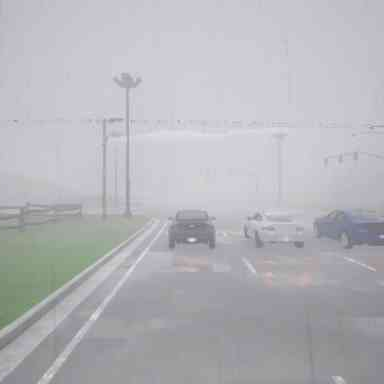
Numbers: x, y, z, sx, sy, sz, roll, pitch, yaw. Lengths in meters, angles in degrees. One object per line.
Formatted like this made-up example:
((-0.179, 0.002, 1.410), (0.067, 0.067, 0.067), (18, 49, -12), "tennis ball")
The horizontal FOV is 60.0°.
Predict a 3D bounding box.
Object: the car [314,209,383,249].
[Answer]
((7.000, 1.482, 14.650), (1.882, 1.535, 5.008), (0, 0, 0), "car")

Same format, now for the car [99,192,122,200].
((-21.214, 1.455, 86.032), (5.008, 1.535, 1.882), (0, 0, 39), "car")

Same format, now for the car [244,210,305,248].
((3.500, 1.530, 14.650), (1.812, 1.442, 4.674), (0, 0, 0), "car")

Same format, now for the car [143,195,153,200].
((-14.307, 1.525, 93.936), (5.357, 1.411, 2.033), (0, 0, 39), "car")

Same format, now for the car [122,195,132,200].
((-19.031, 1.498, 88.764), (4.674, 1.442, 1.812), (0, 0, 39), "car")

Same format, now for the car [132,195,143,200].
((-16.674, 1.469, 91.359), (5.008, 1.535, 1.882), (0, 0, 39), "car")

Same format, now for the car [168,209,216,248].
((0.000, 1.513, 14.650), (1.837, 1.490, 4.892), (0, 0, 0), "car")
